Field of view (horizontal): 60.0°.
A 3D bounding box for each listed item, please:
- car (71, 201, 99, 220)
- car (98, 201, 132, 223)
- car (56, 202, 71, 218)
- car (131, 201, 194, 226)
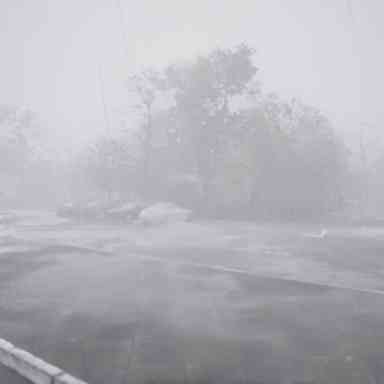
[{"bbox_3d":[-6.992,1.494,27.519,2.231,1.521,4.892,0,0,36],"label":"car"},{"bbox_3d":[-4.322,1.488,25.627,2.097,1.535,5.008,0,0,36],"label":"car"},{"bbox_3d":[-9.657,1.538,29.425,2.002,1.452,4.674,0,0,36],"label":"car"},{"bbox_3d":[-1.764,1.523,23.790,2.002,1.452,4.674,0,0,36],"label":"car"}]
